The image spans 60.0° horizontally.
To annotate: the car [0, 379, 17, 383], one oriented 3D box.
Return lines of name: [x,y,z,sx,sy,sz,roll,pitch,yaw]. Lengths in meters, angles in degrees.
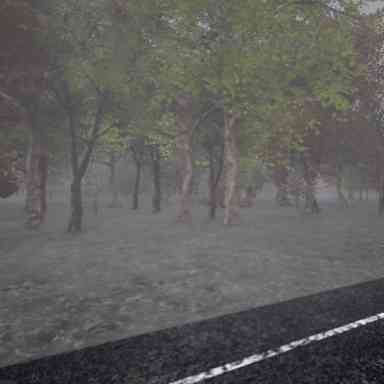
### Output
car: [-3.159,1.551,0.694,5.357,1.411,2.033,0,0,-33]
